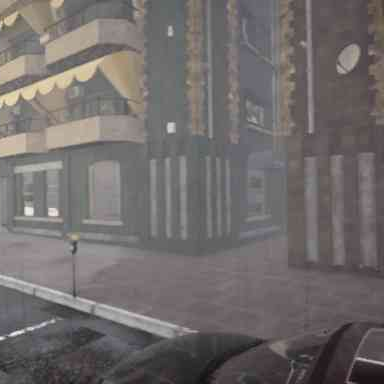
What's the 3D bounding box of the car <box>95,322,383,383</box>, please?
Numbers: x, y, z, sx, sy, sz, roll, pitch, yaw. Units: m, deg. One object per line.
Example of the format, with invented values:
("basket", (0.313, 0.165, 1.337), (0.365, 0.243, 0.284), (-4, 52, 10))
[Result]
("car", (1.141, 1.551, 1.918), (4.403, 1.369, 2.008), (0, -1, 36))
